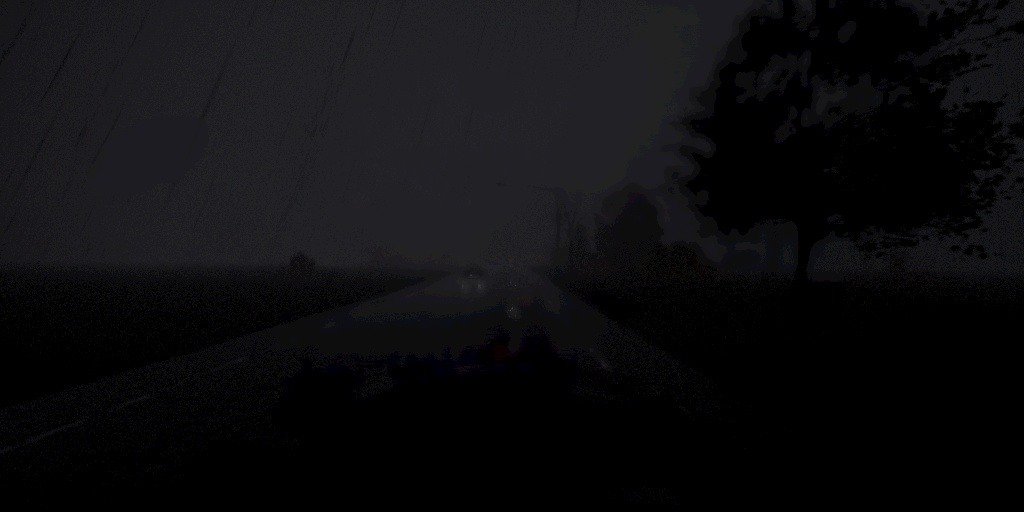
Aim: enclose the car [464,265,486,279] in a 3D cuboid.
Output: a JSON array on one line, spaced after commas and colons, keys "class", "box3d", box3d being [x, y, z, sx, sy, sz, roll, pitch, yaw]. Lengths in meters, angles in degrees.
[{"class": "car", "box3d": [-3.615, 1.587, 35.626, 1.895, 1.301, 4.718, 0, 0, 0]}]
